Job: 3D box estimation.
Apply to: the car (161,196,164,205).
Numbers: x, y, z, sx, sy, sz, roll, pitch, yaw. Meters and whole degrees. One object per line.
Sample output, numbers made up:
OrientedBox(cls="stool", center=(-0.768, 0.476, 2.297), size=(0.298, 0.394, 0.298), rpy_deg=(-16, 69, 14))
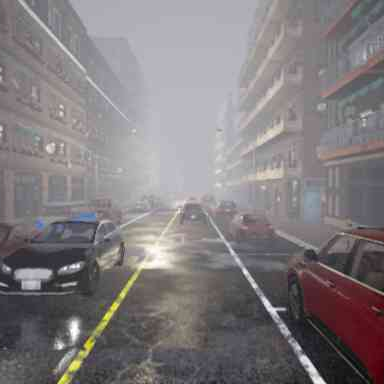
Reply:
OrientedBox(cls="car", center=(-5.737, 1.346, 49.332), size=(1.967, 1.590, 4.097), rpy_deg=(-1, 0, 0))

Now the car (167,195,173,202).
OrientedBox(cls="car", center=(-5.751, 1.394, 71.819), size=(1.752, 1.417, 4.829), rpy_deg=(-1, 0, 0))

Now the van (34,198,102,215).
OrientedBox(cls="van", center=(-5.696, 1.310, 15.349), size=(1.690, 1.788, 3.998), rpy_deg=(-1, 0, 0))

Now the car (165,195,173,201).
OrientedBox(cls="car", center=(-5.759, 1.375, 83.147), size=(1.752, 1.417, 4.829), rpy_deg=(-1, 0, 0))

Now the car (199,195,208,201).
OrientedBox(cls="car", center=(2.626, 1.441, 77.626), size=(1.802, 1.307, 4.206), rpy_deg=(-1, 0, 0))

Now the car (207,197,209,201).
OrientedBox(cls="car", center=(2.656, 1.462, 32.485), size=(1.752, 1.417, 4.829), rpy_deg=(-1, 0, 0))

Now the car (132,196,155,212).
OrientedBox(cls="car", center=(-5.727, 1.477, 38.005), size=(2.008, 1.369, 4.403), rpy_deg=(-1, 0, 0))

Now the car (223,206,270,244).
OrientedBox(cls="car", center=(2.669, 1.551, 15.324), size=(1.802, 1.307, 4.206), rpy_deg=(-1, 0, 0))

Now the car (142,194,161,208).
OrientedBox(cls="car", center=(-5.734, 1.231, 43.669), size=(2.192, 1.841, 5.009), rpy_deg=(-1, 0, 0))

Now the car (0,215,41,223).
OrientedBox(cls="car", center=(-5.677, 1.562, 9.685), size=(1.802, 1.307, 4.206), rpy_deg=(-1, 0, 0))

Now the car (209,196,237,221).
OrientedBox(cls="car", center=(2.659, 1.387, 26.652), size=(1.967, 1.590, 4.097), rpy_deg=(-1, 0, 0))

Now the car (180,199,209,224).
OrientedBox(cls="car", center=(0.083, 1.477, 24.316), size=(1.812, 1.442, 4.674), rpy_deg=(0, 0, 0))

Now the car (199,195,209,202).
OrientedBox(cls="car", center=(2.630, 1.434, 71.962), size=(1.947, 1.339, 4.313), rpy_deg=(-1, 0, 0))

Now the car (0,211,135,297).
OrientedBox(cls="car", center=(-3.009, 1.474, 8.676), size=(2.128, 1.511, 4.902), rpy_deg=(0, 0, 0))

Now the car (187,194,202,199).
OrientedBox(cls="car", center=(0.068, 1.389, 46.095), size=(1.882, 1.535, 5.008), rpy_deg=(0, 0, 0))

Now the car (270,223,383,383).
OrientedBox(cls="car", center=(2.673, 1.307, 3.997), size=(2.192, 1.841, 5.009), rpy_deg=(-1, 0, 0))

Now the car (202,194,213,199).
OrientedBox(cls="car", center=(2.638, 1.211, 54.970), size=(2.192, 1.841, 5.009), rpy_deg=(-1, 0, 0))

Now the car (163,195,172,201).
OrientedBox(cls="car", center=(-5.755, 1.385, 77.483), size=(1.752, 1.417, 4.829), rpy_deg=(-1, 0, 0))

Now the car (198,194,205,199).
OrientedBox(cls="car", center=(2.612, 1.273, 94.617), size=(1.967, 1.590, 4.097), rpy_deg=(-1, 0, 0))

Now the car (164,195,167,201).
OrientedBox(cls="car", center=(-5.739, 1.462, 54.997), size=(1.947, 1.339, 4.313), rpy_deg=(-1, 0, 0))

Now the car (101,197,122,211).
OrientedBox(cls="car", center=(-5.729, 1.273, 21.013), size=(2.192, 1.841, 5.009), rpy_deg=(-1, 0, 0))
